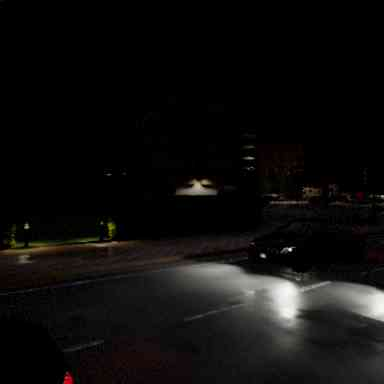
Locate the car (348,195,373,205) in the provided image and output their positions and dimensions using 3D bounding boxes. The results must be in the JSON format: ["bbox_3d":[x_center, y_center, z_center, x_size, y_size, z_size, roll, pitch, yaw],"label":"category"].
[{"bbox_3d":[37.606,2.081,74.141,1.970,1.475,3.806,1,0,-36],"label":"car"}]

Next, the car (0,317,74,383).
[{"bbox_3d":[-2.877,1.552,1.925,4.181,1.385,1.994,1,0,-35],"label":"car"}]

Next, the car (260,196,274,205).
[{"bbox_3d":[13.411,2.009,68.048,2.033,1.411,5.357,1,0,-36],"label":"car"}]

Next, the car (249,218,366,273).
[{"bbox_3d":[3.989,1.615,11.095,4.674,1.442,1.812,1,0,-35],"label":"car"}]
